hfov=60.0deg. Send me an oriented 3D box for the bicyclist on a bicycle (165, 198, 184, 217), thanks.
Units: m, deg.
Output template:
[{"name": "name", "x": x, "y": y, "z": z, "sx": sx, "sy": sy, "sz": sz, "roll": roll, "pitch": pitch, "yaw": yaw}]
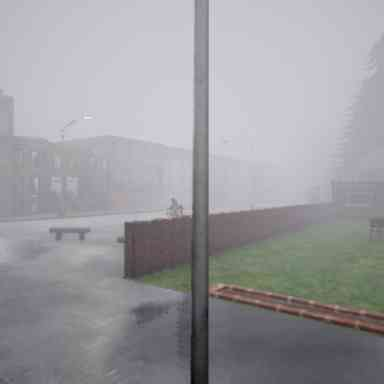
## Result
[{"name": "bicyclist on a bicycle", "x": -1.098, "y": 1.244, "z": 21.629, "sx": 1.656, "sy": 1.620, "sz": 0.582, "roll": 0, "pitch": 0, "yaw": 35}]
